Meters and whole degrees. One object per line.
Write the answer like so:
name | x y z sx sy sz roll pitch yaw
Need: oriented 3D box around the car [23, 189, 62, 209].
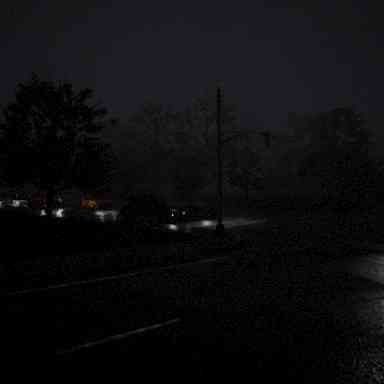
car | -16.331 0.823 36.821 4.553 1.767 2.097 3 3 39

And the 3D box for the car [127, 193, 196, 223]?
car | -2.714 1.143 25.611 5.566 2.045 2.150 1 1 39

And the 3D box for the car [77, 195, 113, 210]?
car | -10.716 1.070 36.731 5.008 1.535 1.882 3 2 39

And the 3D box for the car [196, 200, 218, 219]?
car | 0.006 1.366 27.911 5.008 1.535 1.882 1 1 40

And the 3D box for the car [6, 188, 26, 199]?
car | -26.367 -0.049 49.709 5.566 2.045 2.150 3 3 39

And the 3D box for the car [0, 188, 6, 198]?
car | -28.616 -0.099 47.026 4.892 1.490 1.837 3 3 39
